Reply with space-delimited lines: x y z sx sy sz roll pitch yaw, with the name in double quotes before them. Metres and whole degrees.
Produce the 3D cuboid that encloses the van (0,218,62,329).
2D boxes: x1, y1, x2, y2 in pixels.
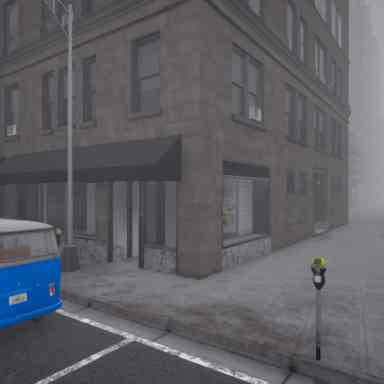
"van" -4.073 1.340 5.985 3.998 1.788 1.690 0 0 36
